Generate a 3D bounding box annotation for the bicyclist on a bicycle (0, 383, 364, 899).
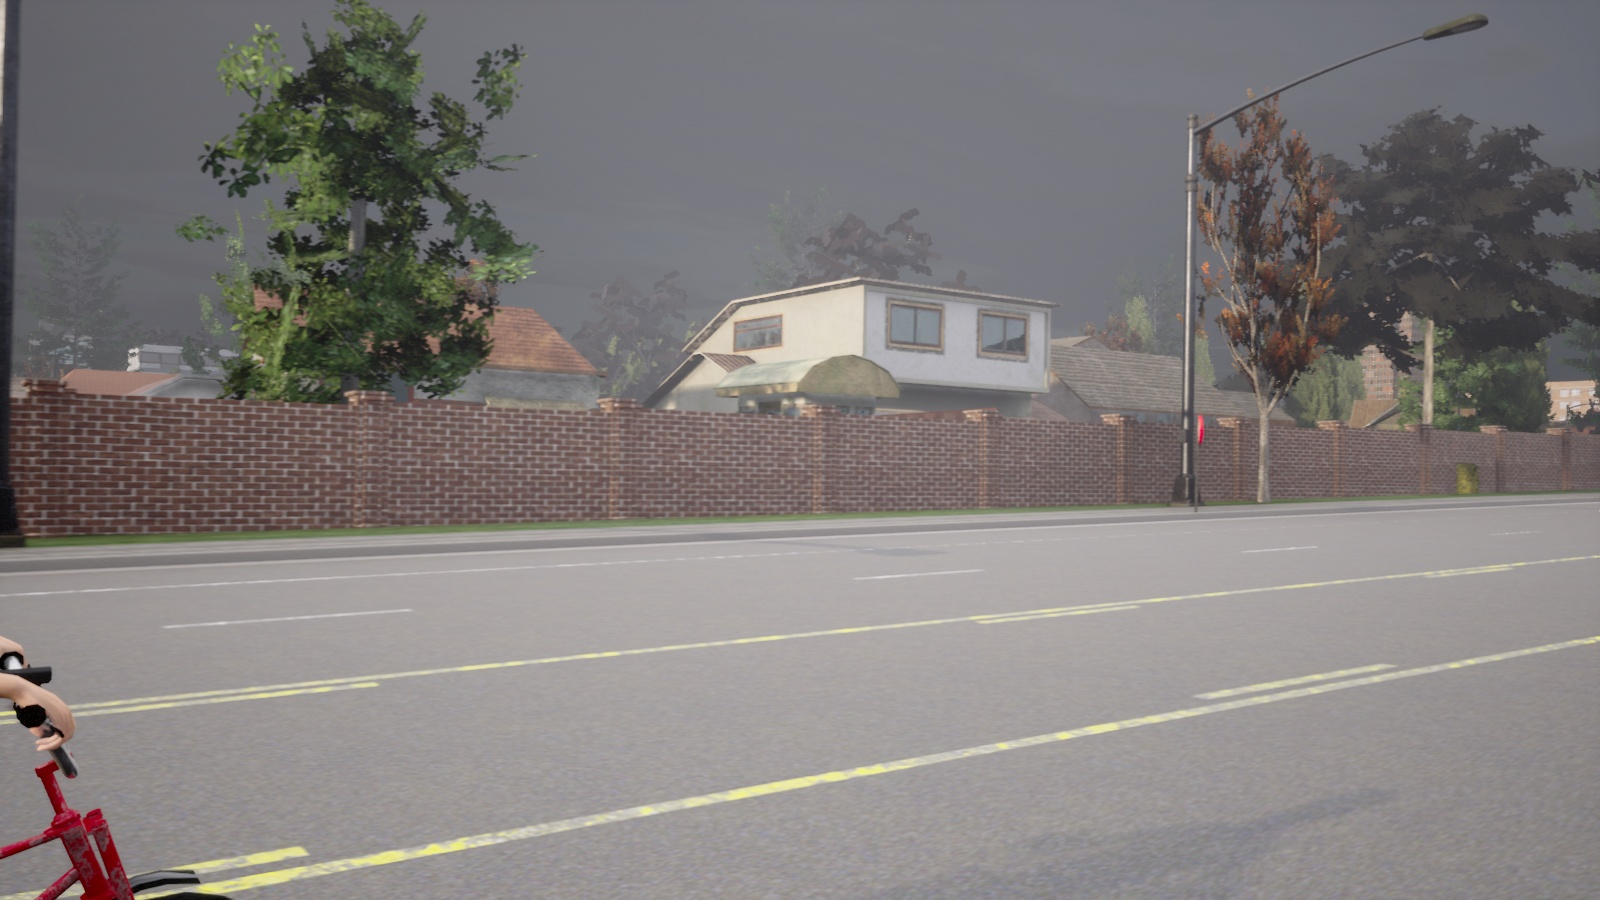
[{"bbox_3d":[-1.743,0.691,2.442,1.509,1.612,0.866,0,0,-35],"label":"bicyclist on a bicycle"}]
